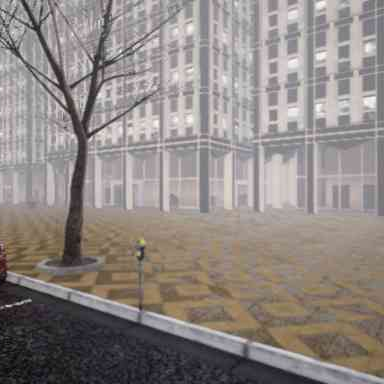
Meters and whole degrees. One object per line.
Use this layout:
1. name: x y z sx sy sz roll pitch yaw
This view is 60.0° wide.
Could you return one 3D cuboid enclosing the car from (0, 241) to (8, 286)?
1. car: -6.433 1.325 7.991 4.553 1.767 2.097 0 0 36
